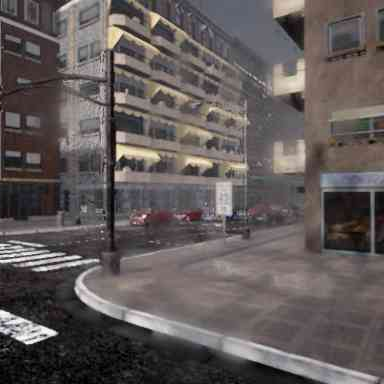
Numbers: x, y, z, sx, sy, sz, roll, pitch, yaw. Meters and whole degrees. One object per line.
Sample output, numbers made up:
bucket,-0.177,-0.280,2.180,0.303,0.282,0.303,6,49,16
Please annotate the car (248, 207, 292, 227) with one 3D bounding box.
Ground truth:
car,6.602,2.197,28.223,1.947,1.339,4.313,-2,-2,35

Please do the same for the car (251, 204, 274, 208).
car,9.487,2.508,46.946,1.887,1.381,4.507,-1,-2,35

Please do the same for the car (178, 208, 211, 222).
car,-0.225,2.242,32.966,1.802,1.307,4.206,-1,-2,35

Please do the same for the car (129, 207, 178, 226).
car,-3.464,2.000,28.310,1.967,1.590,4.097,-1,-2,35

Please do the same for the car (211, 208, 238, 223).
car,2.913,2.209,32.951,1.812,1.442,4.674,0,-1,35

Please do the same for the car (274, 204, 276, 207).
car,12.628,2.587,51.468,1.752,1.417,4.829,-1,-2,35

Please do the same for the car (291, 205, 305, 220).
car,13.078,2.399,37.543,1.947,1.339,4.313,-2,-2,35

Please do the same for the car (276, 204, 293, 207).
car,14.599,2.578,49.626,1.812,1.442,4.674,0,-1,35
